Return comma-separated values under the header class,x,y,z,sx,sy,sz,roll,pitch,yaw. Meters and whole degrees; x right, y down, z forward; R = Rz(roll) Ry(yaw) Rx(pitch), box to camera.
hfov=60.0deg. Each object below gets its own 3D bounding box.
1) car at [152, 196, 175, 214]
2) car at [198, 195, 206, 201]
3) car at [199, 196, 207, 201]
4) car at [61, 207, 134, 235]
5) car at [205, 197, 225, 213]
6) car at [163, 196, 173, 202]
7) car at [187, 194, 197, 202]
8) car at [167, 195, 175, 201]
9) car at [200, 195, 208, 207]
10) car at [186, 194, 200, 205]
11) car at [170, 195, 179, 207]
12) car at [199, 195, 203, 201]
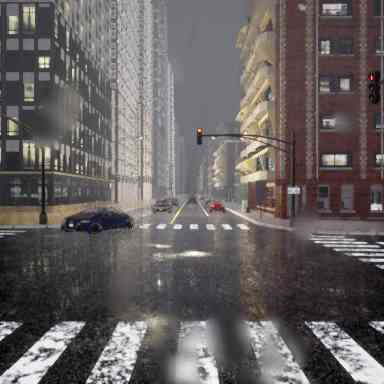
class,x,y,z,sx,sy,sz,roll,pitch,yaw
car,-3.099,1.515,35.565,1.837,1.490,4.892,0,-1,0
car,2.683,1.491,89.630,1.967,1.590,4.097,0,0,0
car,2.683,1.626,83.981,1.802,1.307,4.206,0,0,0
car,-5.130,1.519,18.497,1.994,1.385,4.181,1,0,28
car,2.739,1.591,37.172,1.802,1.307,4.206,0,0,0
car,-5.696,1.589,78.331,2.008,1.369,4.403,0,0,0
car,-0.005,1.218,69.743,2.097,1.767,4.553,0,0,0
car,-5.698,1.595,89.629,1.887,1.381,4.507,0,0,0
car,2.687,1.567,50.090,2.008,1.369,4.403,0,0,0
car,-0.004,1.549,59.771,1.812,1.442,4.674,0,0,0
car,-3.089,1.565,52.443,2.033,1.411,5.357,0,0,0
car,2.687,1.571,55.738,2.008,1.369,4.403,0,0,0
